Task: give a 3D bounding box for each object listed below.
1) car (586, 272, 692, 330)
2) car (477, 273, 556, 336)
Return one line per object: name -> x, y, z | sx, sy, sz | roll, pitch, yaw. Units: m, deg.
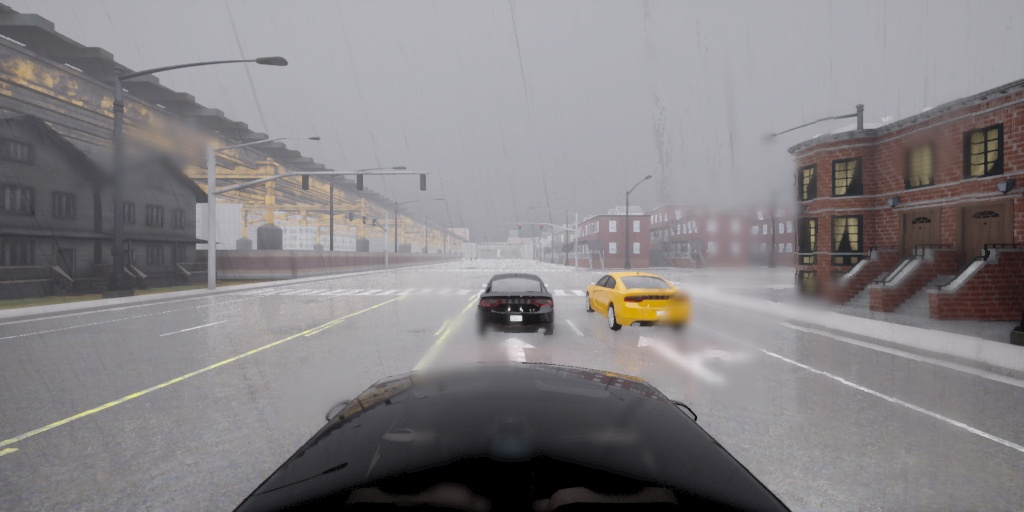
car -> 3.604, 1.228, 11.097 | 1.882, 1.535, 5.008 | 0, 0, 0
car -> 0.102, 1.228, 10.392 | 1.882, 1.535, 5.008 | 0, 0, 0
